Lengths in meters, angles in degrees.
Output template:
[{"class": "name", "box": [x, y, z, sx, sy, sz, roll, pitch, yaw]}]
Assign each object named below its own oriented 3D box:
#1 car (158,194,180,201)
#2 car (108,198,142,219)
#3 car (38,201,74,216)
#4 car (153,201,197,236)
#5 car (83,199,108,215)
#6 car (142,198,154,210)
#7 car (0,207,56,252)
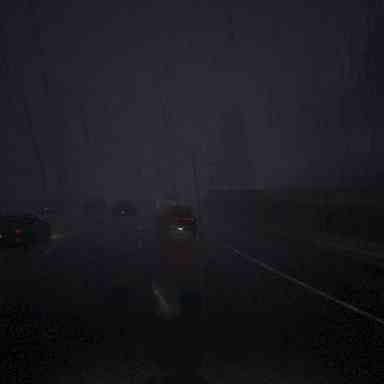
[{"class": "car", "box": [-2.524, 1.193, 35.938, 2.150, 2.045, 5.566, 0, 0, -1]}, {"class": "car", "box": [-5.652, 1.453, 28.686, 1.882, 1.535, 5.008, 0, 0, -5]}, {"class": "car", "box": [-12.890, 1.521, 31.635, 2.033, 1.411, 5.357, 0, 0, -3]}, {"class": "car", "box": [-0.928, 1.489, 18.232, 1.837, 1.490, 4.892, 0, 0, -9]}, {"class": "car", "box": [-9.419, 1.450, 33.228, 1.882, 1.535, 5.008, 0, 0, -3]}, {"class": "car", "box": [-5.959, 1.456, 42.667, 2.128, 1.511, 4.902, 0, 0, 1]}, {"class": "car", "box": [-7.254, 1.552, 13.779, 1.994, 1.385, 4.181, 0, 0, -11]}]
